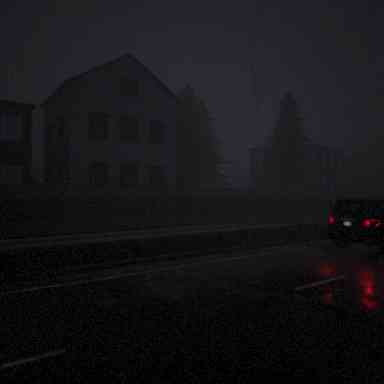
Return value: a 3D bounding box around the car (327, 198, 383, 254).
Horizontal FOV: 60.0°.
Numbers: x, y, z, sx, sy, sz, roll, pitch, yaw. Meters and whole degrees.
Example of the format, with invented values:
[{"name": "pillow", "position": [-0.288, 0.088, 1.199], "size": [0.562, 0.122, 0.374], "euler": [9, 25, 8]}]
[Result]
[{"name": "car", "position": [7.843, 1.254, 13.661], "size": [5.566, 2.045, 2.150], "euler": [0, 0, -35]}]
